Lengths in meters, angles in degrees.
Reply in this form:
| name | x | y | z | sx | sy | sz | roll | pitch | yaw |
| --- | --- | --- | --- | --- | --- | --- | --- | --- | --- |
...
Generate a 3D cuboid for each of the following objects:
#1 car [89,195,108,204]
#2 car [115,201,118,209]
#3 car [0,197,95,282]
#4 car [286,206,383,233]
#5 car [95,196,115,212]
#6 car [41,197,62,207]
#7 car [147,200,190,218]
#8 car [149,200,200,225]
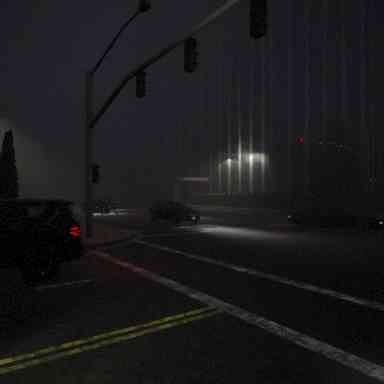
| name | x | y | z | sx | sy | sz | roll | pitch | yaw |
| --- | --- | --- | --- | --- | --- | --- | --- | --- | --- |
| car | -18.643 | 1.478 | 66.247 | 1.882 | 1.535 | 5.008 | 0 | 0 | -36 |
| car | -11.522 | 1.353 | 44.199 | 2.097 | 1.767 | 4.553 | 0 | 0 | -36 |
| car | -5.593 | 1.221 | 8.283 | 5.566 | 2.045 | 2.150 | 0 | 0 | -33 |
| car | 8.434 | 1.548 | 19.827 | 5.357 | 1.411 | 2.033 | 0 | 0 | 35 |
| car | -10.773 | 1.501 | 37.201 | 1.837 | 1.490 | 4.892 | 0 | 1 | -36 |
| car | -22.978 | 1.547 | 54.171 | 2.033 | 1.411 | 5.357 | 0 | 0 | -36 |
| car | -2.322 | 1.525 | 31.518 | 1.812 | 1.442 | 4.674 | 0 | 0 | -36 |
| car | -1.356 | 1.491 | 24.246 | 2.128 | 1.511 | 4.902 | 0 | 0 | -36 |
